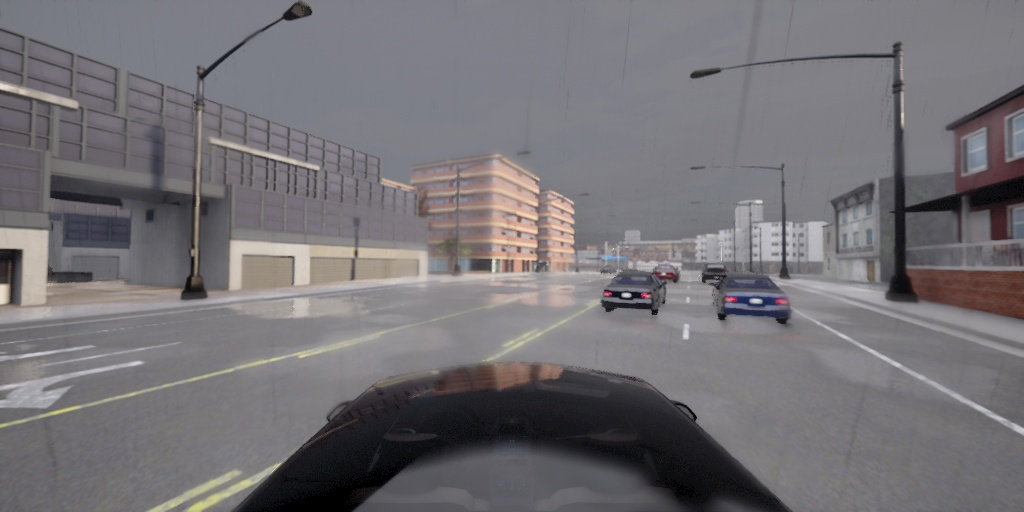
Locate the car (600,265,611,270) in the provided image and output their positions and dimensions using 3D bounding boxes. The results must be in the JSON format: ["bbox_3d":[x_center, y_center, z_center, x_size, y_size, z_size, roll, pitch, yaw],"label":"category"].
[{"bbox_3d":[16.155,2.325,60.398,1.837,1.490,4.892,0,-2,27],"label":"car"}]

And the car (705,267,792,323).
[{"bbox_3d":[7.959,1.296,12.281,2.033,1.411,5.357,0,0,27],"label":"car"}]

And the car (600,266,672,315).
[{"bbox_3d":[4.825,1.301,13.840,2.033,1.411,5.357,0,0,27],"label":"car"}]

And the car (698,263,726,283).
[{"bbox_3d":[15.673,1.305,27.761,1.837,1.490,4.892,0,-1,27],"label":"car"}]

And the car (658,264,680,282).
[{"bbox_3d":[12.639,1.372,29.513,1.994,1.385,4.181,0,-1,27],"label":"car"}]
